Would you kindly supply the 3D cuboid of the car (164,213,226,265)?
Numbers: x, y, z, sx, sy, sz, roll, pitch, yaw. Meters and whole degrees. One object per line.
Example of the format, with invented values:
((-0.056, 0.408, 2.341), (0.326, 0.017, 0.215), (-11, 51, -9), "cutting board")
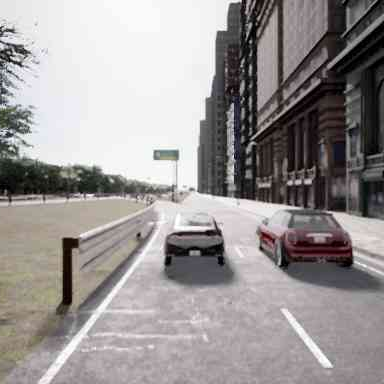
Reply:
((0.089, 1.489, 11.685), (2.128, 1.511, 4.902), (0, 0, 0), "car")

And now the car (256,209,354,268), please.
((3.587, 1.350, 11.441), (2.097, 1.767, 4.553), (0, 0, 0), "car")
